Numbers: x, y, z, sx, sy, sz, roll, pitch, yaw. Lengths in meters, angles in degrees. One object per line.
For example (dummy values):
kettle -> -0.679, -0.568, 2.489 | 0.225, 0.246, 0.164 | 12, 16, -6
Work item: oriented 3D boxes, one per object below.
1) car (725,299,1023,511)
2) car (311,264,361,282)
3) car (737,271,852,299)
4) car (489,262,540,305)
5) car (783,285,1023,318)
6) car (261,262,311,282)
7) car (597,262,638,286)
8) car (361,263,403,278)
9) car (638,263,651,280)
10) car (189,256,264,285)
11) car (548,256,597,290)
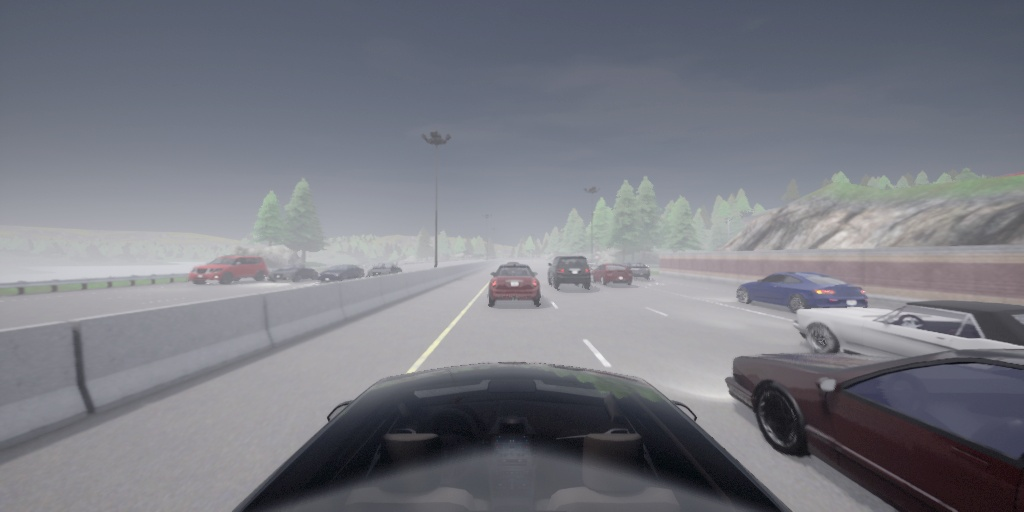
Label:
car -> 3.598, 1.299, 2.020 | 2.033, 1.411, 5.357 | 0, 0, 0
car -> -14.001, 1.389, 29.813 | 2.033, 1.411, 5.357 | 0, 0, 0
car -> 10.599, 1.298, 13.491 | 1.812, 1.442, 4.674 | 0, 0, 0
car -> 0.099, 1.127, 16.225 | 2.097, 1.767, 4.553 | 0, 0, 0
car -> 7.099, 1.359, 5.702 | 1.895, 1.301, 4.718 | 0, 0, 0
car -> -17.511, 1.361, 28.837 | 1.994, 1.385, 4.181 | 0, 0, 0
car -> 7.099, 1.271, 25.862 | 1.882, 1.535, 5.008 | 0, 0, 0
car -> -10.501, 1.270, 29.813 | 1.994, 1.385, 4.181 | 0, 0, 0
car -> 10.598, 1.295, 31.700 | 2.128, 1.511, 4.902 | 0, 0, 0
car -> -21.026, 1.017, 26.969 | 2.150, 2.045, 5.566 | 0, 0, 0
car -> 3.598, 1.012, 23.158 | 2.150, 2.045, 5.566 | 0, 0, 0
